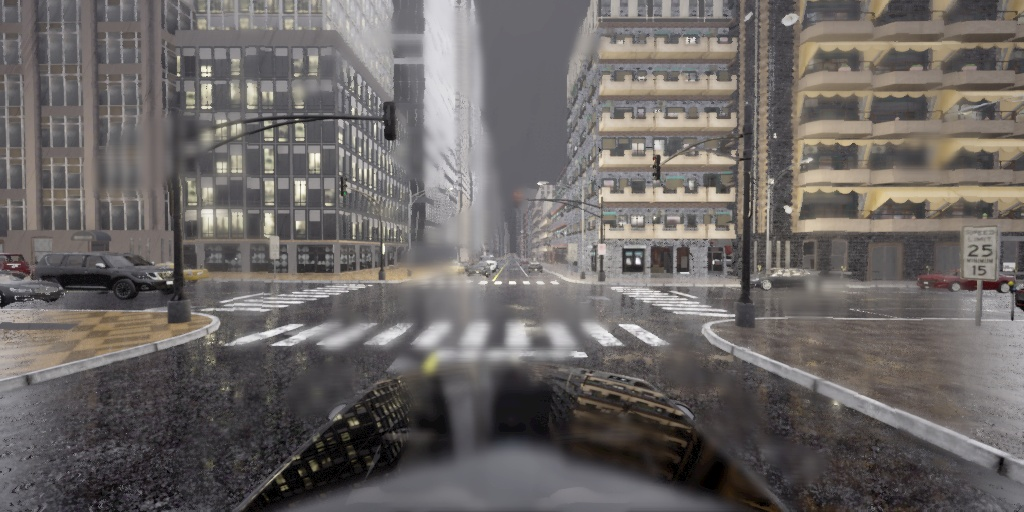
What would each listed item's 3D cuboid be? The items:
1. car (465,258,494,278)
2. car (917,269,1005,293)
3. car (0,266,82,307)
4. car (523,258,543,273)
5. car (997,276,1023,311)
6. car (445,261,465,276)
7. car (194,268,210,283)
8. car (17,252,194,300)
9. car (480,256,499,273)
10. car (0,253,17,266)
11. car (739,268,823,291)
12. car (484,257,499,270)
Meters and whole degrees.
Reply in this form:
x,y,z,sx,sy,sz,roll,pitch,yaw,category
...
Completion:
x,y,z,sx,sy,sz,roll,pitch,yaw,category
-3.095,1.245,34.698,1.837,1.490,4.892,0,0,0,car
27.375,1.462,21.691,4.507,1.381,1.888,0,0,1,car
-20.286,1.204,14.011,4.403,1.370,2.007,0,0,1,car
2.690,1.289,42.317,2.007,1.370,4.403,0,0,0,car
21.716,1.576,13.390,4.313,1.339,1.948,0,0,1,car
-5.691,1.265,36.493,1.751,1.417,4.829,0,0,0,car
-21.666,1.029,22.345,4.829,1.417,1.751,0,0,1,car
-18.482,0.848,16.531,5.566,2.045,2.150,1,1,1,car
-3.096,0.960,44.398,2.150,2.045,5.566,0,0,0,car
-33.613,0.712,22.549,5.009,1.841,2.192,0,0,1,car
16.309,1.376,21.847,4.403,1.370,2.007,0,0,1,car
-3.087,1.088,54.541,2.097,1.767,4.553,0,0,0,car
